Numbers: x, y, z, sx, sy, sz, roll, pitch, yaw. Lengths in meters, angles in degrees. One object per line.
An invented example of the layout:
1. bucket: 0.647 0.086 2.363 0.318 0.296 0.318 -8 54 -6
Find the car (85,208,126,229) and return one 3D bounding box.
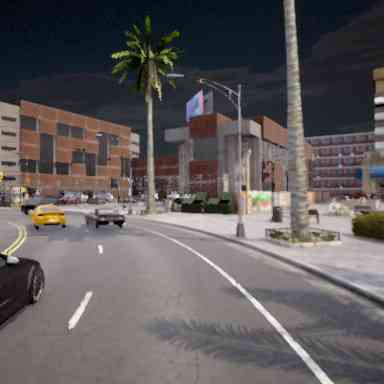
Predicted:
1. car: -6.241 1.773 23.393 1.895 1.301 4.718 0 0 -28

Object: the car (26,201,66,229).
1. car: -10.226 1.666 23.424 1.882 1.535 5.008 0 -1 -31

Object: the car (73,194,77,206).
1. car: -23.756 1.744 62.940 4.553 1.767 2.185 0 0 30

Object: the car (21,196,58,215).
1. car: -16.464 1.512 36.182 5.566 2.045 2.150 -1 -1 41

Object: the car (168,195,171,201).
1. car: -3.527 1.838 64.310 4.674 1.452 2.002 0 0 30

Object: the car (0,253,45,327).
1. car: -4.044 1.616 5.548 1.994 1.385 4.181 0 0 -6
